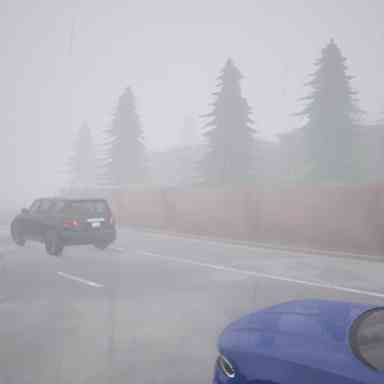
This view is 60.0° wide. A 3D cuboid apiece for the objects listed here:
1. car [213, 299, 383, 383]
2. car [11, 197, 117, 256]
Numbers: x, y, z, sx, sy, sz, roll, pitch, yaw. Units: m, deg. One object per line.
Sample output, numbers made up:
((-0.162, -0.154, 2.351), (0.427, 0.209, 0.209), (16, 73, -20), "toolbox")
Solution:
((2.504, 1.495, 2.329), (5.008, 1.535, 1.882), (0, 0, 35), "car")
((-5.238, 1.196, 13.257), (5.566, 2.045, 2.150), (0, 0, 44), "car")
